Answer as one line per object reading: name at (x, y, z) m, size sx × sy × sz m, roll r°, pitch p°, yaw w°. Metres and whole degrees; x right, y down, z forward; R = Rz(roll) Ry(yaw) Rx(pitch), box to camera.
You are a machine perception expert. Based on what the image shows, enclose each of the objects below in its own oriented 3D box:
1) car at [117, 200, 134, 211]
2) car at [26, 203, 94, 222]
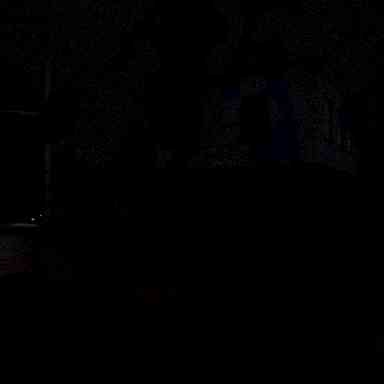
car at (-6.133, 1.561, 35.025) m, size 1.994 × 1.385 × 4.181 m, roll 0°, pitch 0°, yaw 19°
car at (-9.930, 1.543, 25.741) m, size 2.033 × 1.411 × 5.357 m, roll 0°, pitch 0°, yaw 29°
